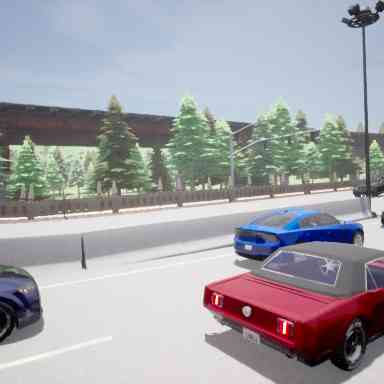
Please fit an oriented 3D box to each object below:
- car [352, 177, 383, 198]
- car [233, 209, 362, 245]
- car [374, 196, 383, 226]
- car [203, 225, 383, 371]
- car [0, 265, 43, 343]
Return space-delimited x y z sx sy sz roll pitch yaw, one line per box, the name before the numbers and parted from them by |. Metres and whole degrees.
car | 19.236 -0.535 35.118 5.566 2.045 2.150 -4 2 -36
car | 3.561 1.283 10.630 5.008 1.535 1.882 -3 2 -36
car | 10.841 0.879 15.875 4.181 1.385 1.994 -4 2 -36
car | 2.573 1.528 5.607 4.718 1.301 1.895 -2 1 -36
car | -4.489 1.563 4.847 4.181 1.385 1.994 0 0 -36
